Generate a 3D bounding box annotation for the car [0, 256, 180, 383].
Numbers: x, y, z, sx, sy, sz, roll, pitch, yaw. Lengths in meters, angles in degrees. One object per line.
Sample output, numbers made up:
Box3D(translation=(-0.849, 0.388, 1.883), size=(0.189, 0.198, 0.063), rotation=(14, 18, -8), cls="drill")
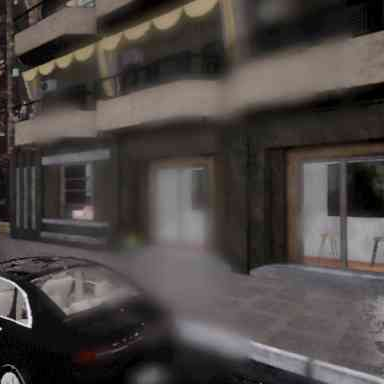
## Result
Box3D(translation=(-2.192, 1.557, 4.454), size=(4.403, 1.369, 2.008), rotation=(0, 0, 36), cls="car")
